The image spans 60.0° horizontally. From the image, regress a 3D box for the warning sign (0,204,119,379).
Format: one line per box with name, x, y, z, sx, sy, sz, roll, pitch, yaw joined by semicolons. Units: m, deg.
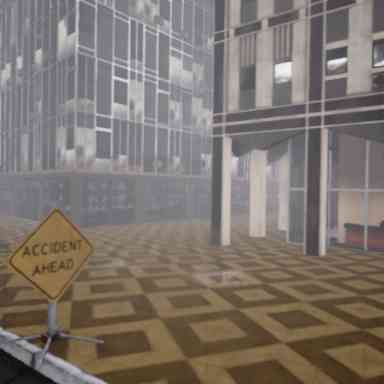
warning sign;-1.868;1.118;4.480;1.060;1.860;1.300;1;0;37
